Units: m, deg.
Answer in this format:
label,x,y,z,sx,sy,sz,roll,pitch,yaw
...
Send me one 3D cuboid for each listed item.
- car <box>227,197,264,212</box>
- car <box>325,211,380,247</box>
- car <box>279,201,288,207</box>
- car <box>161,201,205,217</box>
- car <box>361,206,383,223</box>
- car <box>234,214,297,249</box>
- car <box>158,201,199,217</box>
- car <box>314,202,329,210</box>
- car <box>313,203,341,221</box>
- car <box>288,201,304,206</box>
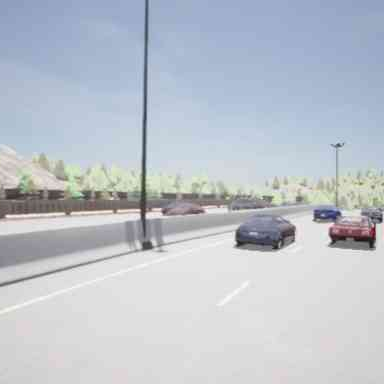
label,x,y,z,sx,sy,sz,roll,pitch,yaw
car,5.418,1.559,32.939,2.150,2.045,5.566,1,-1,31
car,8.183,1.861,16.713,1.895,1.301,4.718,1,-1,31
car,19.997,2.617,70.610,2.097,1.767,4.553,1,-3,31
car,-0.432,1.746,30.003,1.812,1.442,4.674,1,-1,31
car,17.063,2.064,31.548,2.033,1.411,5.357,1,0,31
car,3.569,1.741,15.657,1.994,1.385,4.181,1,-1,30
car,-1.292,1.724,35.367,1.882,1.535,5.008,1,-1,31
car,26.403,2.901,67.683,2.128,1.511,4.902,1,-3,31
car,12.652,1.918,30.997,1.882,1.535,5.008,1,-1,31
car,20.855,2.625,65.242,1.994,1.385,4.181,1,-3,31
